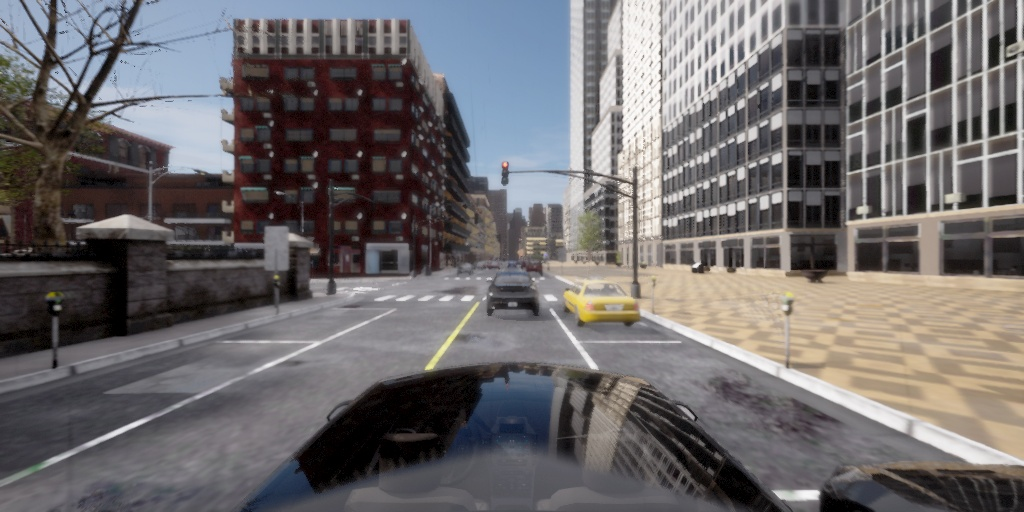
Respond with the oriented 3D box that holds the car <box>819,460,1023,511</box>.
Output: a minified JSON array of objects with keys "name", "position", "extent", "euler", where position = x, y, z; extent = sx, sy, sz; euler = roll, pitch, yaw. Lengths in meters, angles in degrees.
[{"name":"car","position":[2.688,1.308,0.301],"extent":[1.948,1.339,4.313],"euler":[0,0,0]}]

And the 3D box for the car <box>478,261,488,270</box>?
[{"name":"car","position":[-5.685,1.691,60.557],"extent":[2.007,1.370,4.403],"euler":[0,0,0]}]

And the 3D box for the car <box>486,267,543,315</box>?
[{"name":"car","position":[0.043,1.329,13.953],"extent":[1.837,1.490,4.892],"euler":[0,0,0]}]

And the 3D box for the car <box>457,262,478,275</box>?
[{"name":"car","position":[-5.687,1.571,43.979],"extent":[2.007,1.370,4.403],"euler":[0,0,0]}]

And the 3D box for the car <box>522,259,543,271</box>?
[{"name":"car","position":[2.693,1.335,43.978],"extent":[2.192,1.841,5.009],"euler":[0,0,0]}]

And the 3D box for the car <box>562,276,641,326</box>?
[{"name":"car","position":[2.690,1.335,11.736],"extent":[1.751,1.417,4.829],"euler":[0,0,0]}]

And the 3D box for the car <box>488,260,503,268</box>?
[{"name":"car","position":[-3.039,1.624,61.354],"extent":[1.882,1.535,5.008],"euler":[0,0,1]}]
